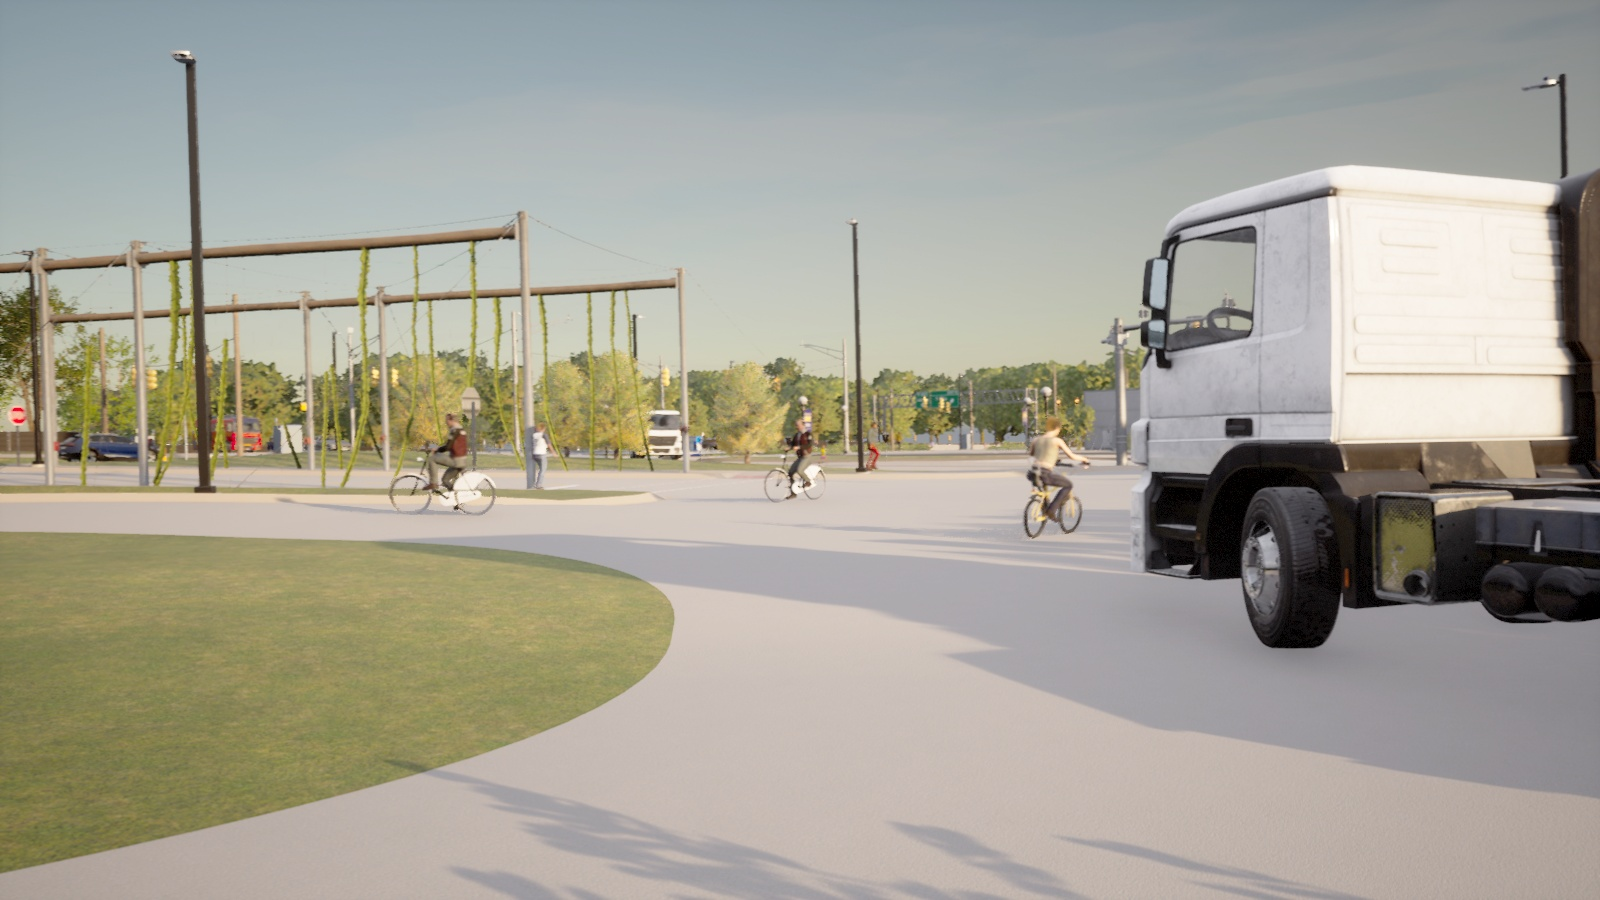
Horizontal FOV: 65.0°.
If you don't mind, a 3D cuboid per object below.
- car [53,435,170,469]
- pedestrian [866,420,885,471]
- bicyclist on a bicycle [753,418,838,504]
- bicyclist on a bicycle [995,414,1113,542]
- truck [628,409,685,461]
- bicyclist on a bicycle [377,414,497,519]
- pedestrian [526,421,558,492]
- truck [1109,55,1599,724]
[{"bbox_3d":[-35.258,0.098,64.431,2.033,1.649,4.856,-1,-1,39],"label":"car"},{"bbox_3d":[2.785,-0.173,46.432,0.614,1.847,0.353,-2,1,13],"label":"pedestrian"},{"bbox_3d":[-0.090,0.217,26.793,0.659,1.776,1.843,-1,1,45],"label":"bicyclist on a bicycle"},{"bbox_3d":[3.433,0.341,16.906,0.866,1.612,1.509,3,3,41],"label":"bicyclist on a bicycle"},{"bbox_3d":[-10.106,-1.063,87.858,2.891,3.462,7.936,-1,1,-14],"label":"truck"},{"bbox_3d":[-6.216,0.277,21.544,1.843,1.776,0.659,0,2,4],"label":"bicyclist on a bicycle"},{"bbox_3d":[-6.803,0.171,33.123,0.354,1.836,0.706,-1,1,32],"label":"pedestrian"},{"bbox_3d":[5.414,-0.336,7.219,2.891,3.462,7.936,-1,1,-23],"label":"truck"}]
